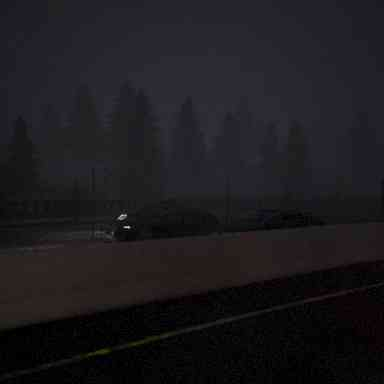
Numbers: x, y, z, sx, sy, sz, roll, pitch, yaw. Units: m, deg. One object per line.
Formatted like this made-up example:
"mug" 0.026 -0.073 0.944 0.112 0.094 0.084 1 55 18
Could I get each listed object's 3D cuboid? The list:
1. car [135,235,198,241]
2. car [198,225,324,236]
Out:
"car" -1.089 1.400 14.792 4.902 1.511 2.128 0 0 -28
"car" 3.002 1.423 13.027 4.902 1.511 2.128 0 0 -28
